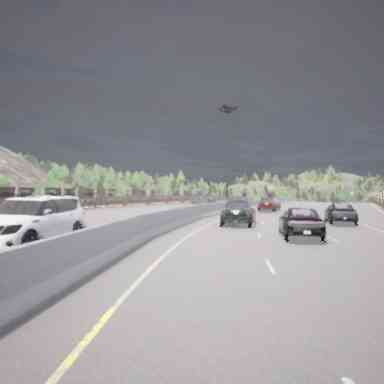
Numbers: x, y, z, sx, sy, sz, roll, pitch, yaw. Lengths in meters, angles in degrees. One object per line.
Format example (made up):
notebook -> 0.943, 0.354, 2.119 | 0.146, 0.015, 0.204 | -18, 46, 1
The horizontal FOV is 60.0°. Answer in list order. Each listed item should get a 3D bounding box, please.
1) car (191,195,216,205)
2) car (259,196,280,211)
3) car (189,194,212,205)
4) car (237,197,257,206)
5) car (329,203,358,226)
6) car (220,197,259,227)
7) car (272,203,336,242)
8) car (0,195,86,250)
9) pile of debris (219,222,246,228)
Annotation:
car -> 1.908, 1.314, 49.315 | 2.097, 1.767, 4.553 | 1, 0, 26
car -> 9.328, 1.385, 39.884 | 2.097, 1.767, 4.553 | 1, 0, 24
car -> 1.497, 1.303, 56.580 | 2.097, 1.767, 4.553 | 0, 0, 26
car -> 9.437, 1.565, 56.966 | 2.033, 1.411, 5.357 | 0, 0, 25
car -> 10.893, 1.554, 24.489 | 2.128, 1.511, 4.902 | 0, 0, 16
car -> 3.265, 1.351, 23.044 | 2.097, 1.767, 4.553 | 1, 0, 14
car -> 5.388, 1.518, 16.625 | 2.128, 1.511, 4.902 | 0, 0, 11
car -> -6.096, 1.158, 12.762 | 2.150, 2.045, 5.566 | 0, 0, 8
pile of debris -> 2.687, 2.174, 21.877 | 1.500, 0.140, 1.860 | 0, 0, 14
